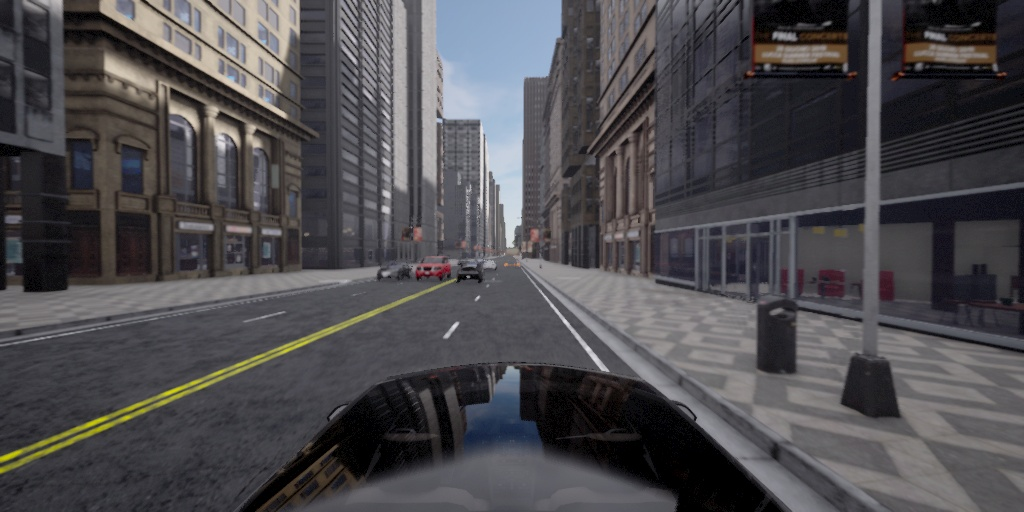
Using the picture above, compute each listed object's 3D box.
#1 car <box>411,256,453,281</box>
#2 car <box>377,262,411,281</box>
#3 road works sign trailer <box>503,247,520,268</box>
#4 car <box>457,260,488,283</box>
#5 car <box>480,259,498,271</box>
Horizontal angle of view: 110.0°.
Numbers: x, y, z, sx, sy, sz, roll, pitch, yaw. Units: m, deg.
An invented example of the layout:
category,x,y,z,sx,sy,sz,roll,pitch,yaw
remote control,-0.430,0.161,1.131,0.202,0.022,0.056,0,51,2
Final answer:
category,x,y,z,sx,sy,sz,roll,pitch,yaw
car,-6.598,1.000,30.665,2.150,2.045,5.566,0,0,0
car,-9.849,1.267,30.374,2.128,1.511,4.902,0,0,0
road works sign trailer,0.057,0.246,62.849,2.380,3.560,2.880,0,0,0
car,-3.154,1.274,28.209,1.837,1.490,4.892,0,-1,0
car,-3.157,1.319,51.222,1.812,1.442,4.674,0,0,0
